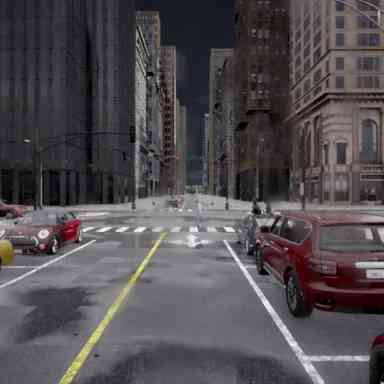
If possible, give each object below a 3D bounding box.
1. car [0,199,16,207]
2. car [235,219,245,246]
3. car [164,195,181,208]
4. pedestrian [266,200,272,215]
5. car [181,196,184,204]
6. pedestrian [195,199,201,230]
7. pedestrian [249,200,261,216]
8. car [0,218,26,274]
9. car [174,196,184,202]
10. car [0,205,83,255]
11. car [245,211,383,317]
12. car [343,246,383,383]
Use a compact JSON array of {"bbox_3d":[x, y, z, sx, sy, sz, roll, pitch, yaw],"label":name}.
[{"bbox_3d":[-16.341,1.399,28.385,4.553,1.767,2.097,0,0,0],"label":"car"},{"bbox_3d":[2.758,1.549,12.991,2.008,1.369,4.403,0,0,0],"label":"car"},{"bbox_3d":[-2.983,1.547,48.265,2.033,1.411,5.357,0,0,-1],"label":"car"},{"bbox_3d":[4.395,1.292,19.071,0.375,1.860,0.375,0,0,0],"label":"pedestrian"},{"bbox_3d":[-2.936,1.354,58.881,2.097,1.767,4.553,0,0,0],"label":"car"},{"bbox_3d":[0.397,1.300,19.670,0.375,1.860,0.375,0,0,0],"label":"pedestrian"},{"bbox_3d":[3.547,1.292,18.469,0.375,1.860,0.375,0,0,0],"label":"pedestrian"},{"bbox_3d":[-5.767,1.524,7.217,1.752,1.417,4.829,0,0,0],"label":"car"},{"bbox_3d":[-2.838,1.601,73.661,1.895,1.301,4.718,0,0,0],"label":"car"},{"bbox_3d":[-5.768,1.439,12.989,1.967,1.590,4.097,0,0,0],"label":"car"},{"bbox_3d":[2.758,1.314,7.389,2.192,1.841,5.009,0,0,0],"label":"car"},{"bbox_3d":[2.759,1.440,1.787,1.967,1.590,4.097,0,0,0],"label":"car"}]
